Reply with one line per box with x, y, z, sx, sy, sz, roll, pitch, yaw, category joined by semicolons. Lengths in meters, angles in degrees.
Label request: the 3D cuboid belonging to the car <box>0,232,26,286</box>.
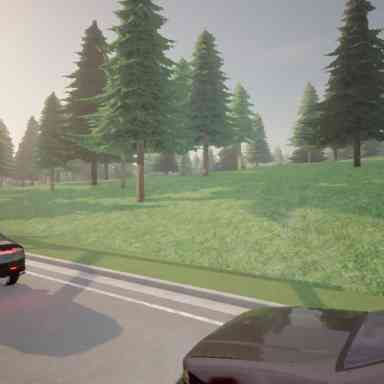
-6.015;1.492;8.174;4.902;1.511;2.128;0;0;36;car

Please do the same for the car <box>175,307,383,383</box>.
2.437;1.548;2.253;5.357;1.411;2.033;0;0;36;car
